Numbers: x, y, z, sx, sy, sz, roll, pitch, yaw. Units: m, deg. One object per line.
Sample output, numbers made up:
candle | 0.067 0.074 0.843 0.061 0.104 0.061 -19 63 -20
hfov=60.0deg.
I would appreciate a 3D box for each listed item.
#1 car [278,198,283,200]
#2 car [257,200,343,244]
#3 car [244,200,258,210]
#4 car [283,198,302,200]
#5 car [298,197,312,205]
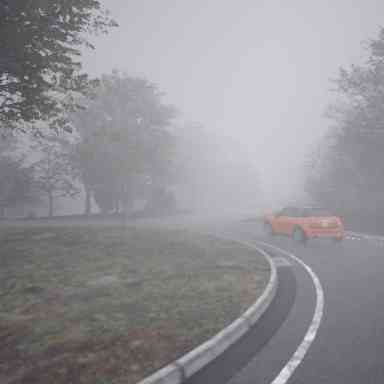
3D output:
car | 17.921 2.000 66.435 1.837 1.490 4.892 -1 -1 28
car | 5.375 1.468 16.722 2.097 1.767 4.553 -1 -1 -13
car | 9.576 1.986 51.194 1.994 1.385 4.181 -1 -1 29
car | 18.625 1.904 60.293 2.128 1.511 4.902 -1 -1 29
car | 23.866 1.810 70.067 2.128 1.511 4.902 -1 -1 28
